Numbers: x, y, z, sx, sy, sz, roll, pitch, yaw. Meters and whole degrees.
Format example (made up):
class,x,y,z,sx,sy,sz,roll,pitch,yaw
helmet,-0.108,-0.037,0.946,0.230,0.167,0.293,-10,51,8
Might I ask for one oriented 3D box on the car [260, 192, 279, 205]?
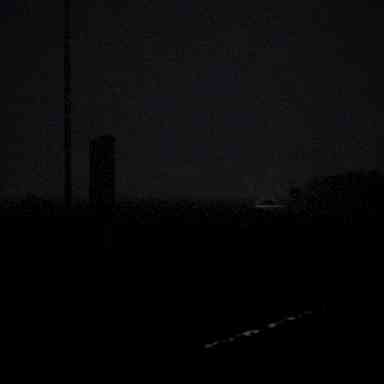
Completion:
class,x,y,z,sx,sy,sz,roll,pitch,yaw
car,10.548,1.009,46.378,1.882,1.535,5.008,0,1,10

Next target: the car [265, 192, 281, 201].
class,x,y,z,sx,sy,sz,roll,pitch,yaw
car,15.998,0.835,65.552,2.128,1.511,4.902,0,0,23
